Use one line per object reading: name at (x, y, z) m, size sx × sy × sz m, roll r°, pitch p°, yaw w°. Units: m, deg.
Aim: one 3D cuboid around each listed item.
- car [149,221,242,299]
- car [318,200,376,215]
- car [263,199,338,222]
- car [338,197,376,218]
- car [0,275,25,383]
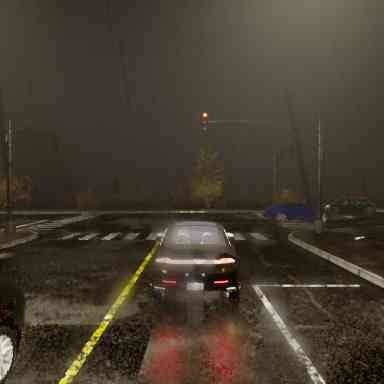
car at (0.083, 1.489, 8.425) m, size 2.128 × 1.511 × 4.902 m, roll 0°, pitch 0°, yaw 1°
car at (14.749, 1.429, 31.811) m, size 4.718 × 1.301 × 1.895 m, roll 0°, pitch 1°, yaw -2°
car at (7.949, 1.429, 25.176) m, size 5.008 × 1.535 × 1.882 m, roll 0°, pitch 1°, yaw 1°
car at (13.144, 1.232, 28.529) m, size 4.553 × 1.767 × 2.097 m, roll 0°, pitch 1°, yaw -1°
car at (-3.068, 1.506, 2.354) m, size 1.837 × 1.490 × 4.892 m, roll 0°, pitch 0°, yaw 0°
